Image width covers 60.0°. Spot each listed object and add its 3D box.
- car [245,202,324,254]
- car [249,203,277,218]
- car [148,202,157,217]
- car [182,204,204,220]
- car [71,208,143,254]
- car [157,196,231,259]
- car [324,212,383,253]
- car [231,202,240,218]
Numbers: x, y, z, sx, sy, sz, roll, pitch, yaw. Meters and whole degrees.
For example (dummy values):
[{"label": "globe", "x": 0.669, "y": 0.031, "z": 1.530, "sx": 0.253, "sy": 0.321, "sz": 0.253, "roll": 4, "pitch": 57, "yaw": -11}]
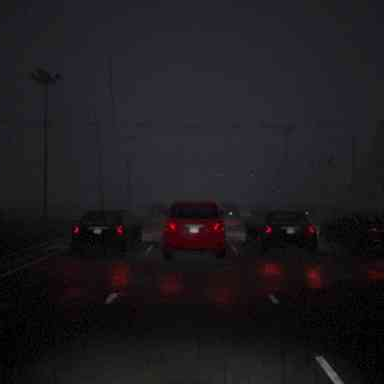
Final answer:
[{"label": "car", "x": 3.585, "y": 1.458, "z": 14.156, "sx": 2.097, "sy": 1.767, "sz": 4.553, "roll": 0, "pitch": 0, "yaw": 0}, {"label": "car", "x": 7.100, "y": 1.813, "z": 33.688, "sx": 1.994, "sy": 1.385, "sz": 4.181, "roll": 0, "pitch": 0, "yaw": 0}, {"label": "car", "x": -3.398, "y": 1.735, "z": 34.717, "sx": 1.882, "sy": 1.535, "sz": 5.008, "roll": 0, "pitch": 0, "yaw": 0}, {"label": "car", "x": 0.099, "y": 1.835, "z": 31.558, "sx": 1.895, "sy": 1.301, "sz": 4.718, "roll": 0, "pitch": 0, "yaw": 0}, {"label": "car", "x": -3.414, "y": 1.458, "z": 14.162, "sx": 2.097, "sy": 1.767, "sz": 4.553, "roll": 0, "pitch": 0, "yaw": 0}, {"label": "car", "x": 0.082, "y": 1.320, "z": 13.169, "sx": 2.150, "sy": 2.045, "sz": 5.566, "roll": 0, "pitch": 0, "yaw": 0}, {"label": "car", "x": 7.087, "y": 1.597, "z": 14.170, "sx": 2.128, "sy": 1.511, "sz": 4.902, "roll": 0, "pitch": 0, "yaw": 0}, {"label": "car", "x": 3.600, "y": 1.751, "z": 33.204, "sx": 1.837, "sy": 1.490, "sz": 4.892, "roll": 0, "pitch": 0, "yaw": 0}]
